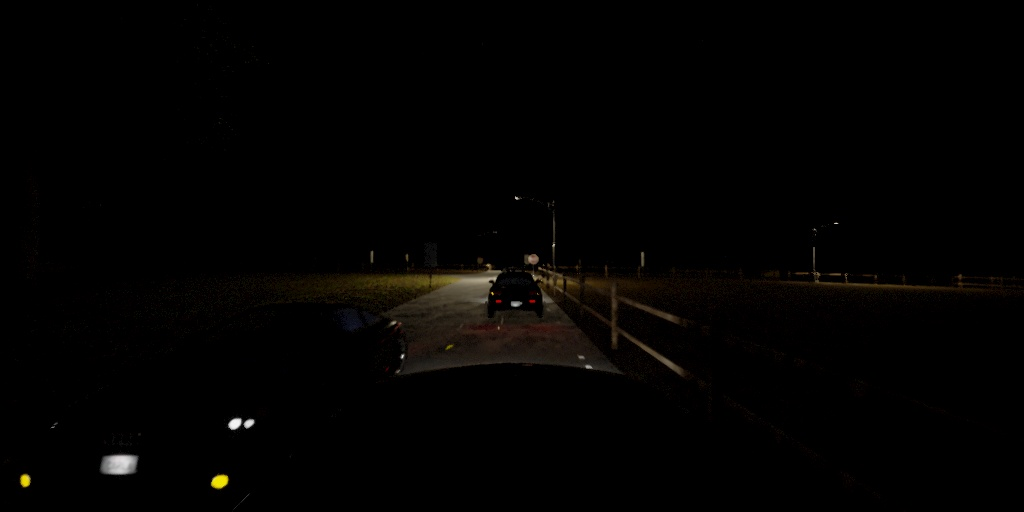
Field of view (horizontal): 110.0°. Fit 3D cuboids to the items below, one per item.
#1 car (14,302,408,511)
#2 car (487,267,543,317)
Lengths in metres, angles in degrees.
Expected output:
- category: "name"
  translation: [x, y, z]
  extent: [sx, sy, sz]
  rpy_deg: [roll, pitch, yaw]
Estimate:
- category: "car"
  translation: [-2.806, 1.319, 4.568]
  extent: [1.994, 1.385, 4.181]
  rpy_deg: [0, 0, 0]
- category: "car"
  translation: [0.106, 1.306, 13.243]
  extent: [1.812, 1.442, 4.674]
  rpy_deg: [0, 0, 0]
